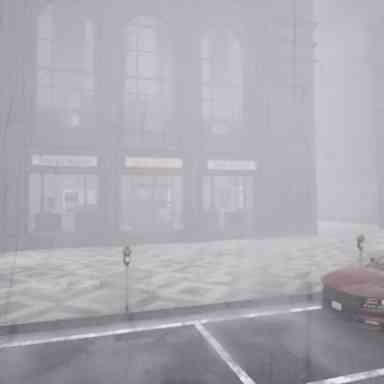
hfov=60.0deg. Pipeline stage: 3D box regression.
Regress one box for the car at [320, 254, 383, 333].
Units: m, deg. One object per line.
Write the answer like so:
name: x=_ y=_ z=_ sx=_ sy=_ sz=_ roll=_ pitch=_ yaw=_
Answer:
car: x=4.623 y=1.687 z=6.342 sx=4.507 sy=1.381 sz=1.887 roll=0 pitch=-2 yaw=-17
